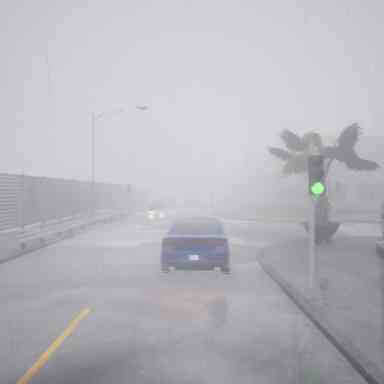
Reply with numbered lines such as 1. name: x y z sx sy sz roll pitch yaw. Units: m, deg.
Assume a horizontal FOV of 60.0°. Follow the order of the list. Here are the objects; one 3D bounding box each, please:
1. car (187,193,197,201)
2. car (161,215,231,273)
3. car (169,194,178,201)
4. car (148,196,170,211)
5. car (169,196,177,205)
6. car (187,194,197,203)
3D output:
1. car: 0.008 1.219 78.382 2.097 1.767 4.553 0 0 0
2. car: 0.221 1.475 10.739 1.882 1.535 5.008 0 0 4
3. car: -3.993 1.195 72.552 1.895 1.301 4.718 0 0 0
4. car: -4.085 1.554 40.454 1.994 1.385 4.181 0 0 0
5. car: -4.046 1.493 57.356 1.837 1.490 4.892 0 0 0
6. car: 0.007 1.544 68.375 1.994 1.385 4.181 0 0 0
